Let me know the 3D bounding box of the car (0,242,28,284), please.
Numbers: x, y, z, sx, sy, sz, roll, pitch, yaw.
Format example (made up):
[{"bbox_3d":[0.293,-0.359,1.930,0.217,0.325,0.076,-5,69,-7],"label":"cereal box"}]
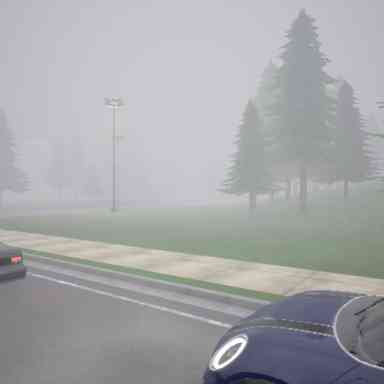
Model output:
[{"bbox_3d":[-6.267,1.547,8.301,5.357,1.411,2.033,0,0,35],"label":"car"}]

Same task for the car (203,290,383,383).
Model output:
[{"bbox_3d":[2.294,1.352,2.357,4.553,1.767,2.097,0,0,35],"label":"car"}]
